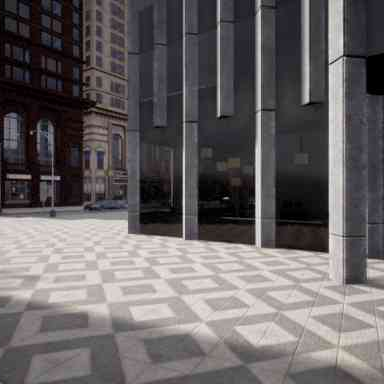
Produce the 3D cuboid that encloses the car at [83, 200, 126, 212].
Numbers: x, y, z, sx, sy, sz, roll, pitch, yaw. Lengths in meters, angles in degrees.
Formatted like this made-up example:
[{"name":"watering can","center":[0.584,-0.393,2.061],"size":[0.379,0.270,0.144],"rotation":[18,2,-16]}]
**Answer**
[{"name":"car","center":[-10.642,1.634,40.893],"size":[2.033,1.411,5.357],"rotation":[0,0,36]}]
